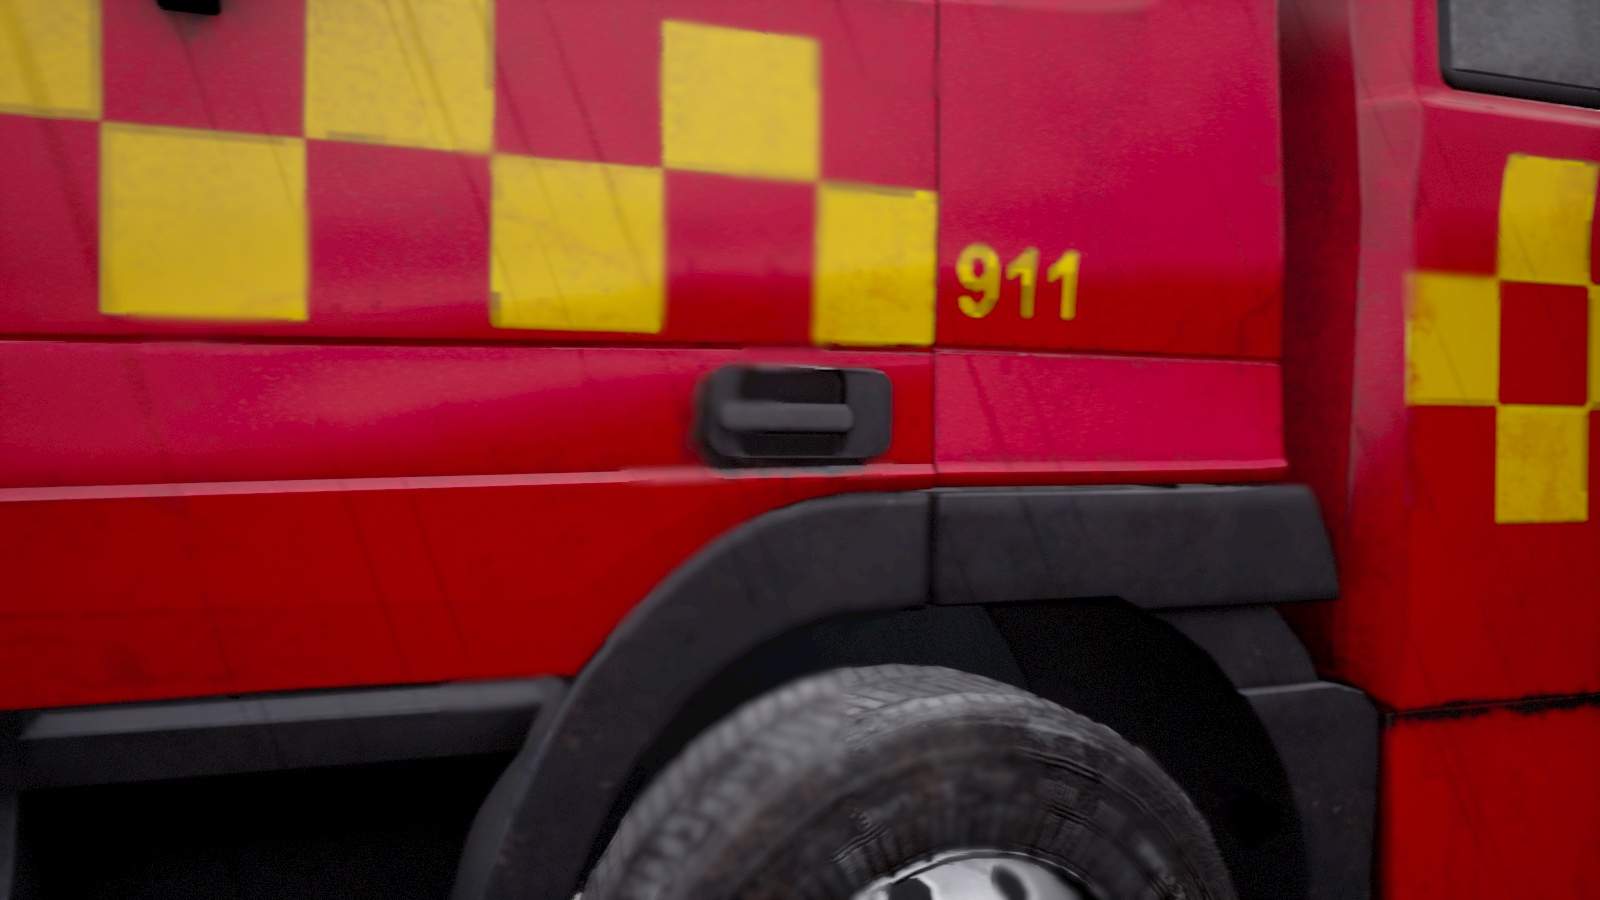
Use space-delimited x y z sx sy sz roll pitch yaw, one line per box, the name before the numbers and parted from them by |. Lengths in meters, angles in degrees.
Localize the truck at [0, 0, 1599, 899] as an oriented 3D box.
truck | 1.691 -0.437 3.866 8.468 3.827 2.891 -1 1 -21
